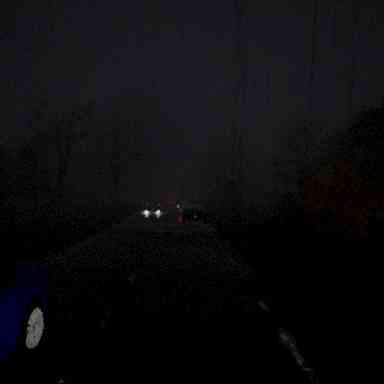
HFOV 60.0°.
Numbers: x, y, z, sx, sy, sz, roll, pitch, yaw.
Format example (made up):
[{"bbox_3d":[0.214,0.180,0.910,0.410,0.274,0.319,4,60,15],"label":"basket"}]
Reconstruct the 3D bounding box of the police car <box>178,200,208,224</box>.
[{"bbox_3d":[0.119,1.585,26.473,1.930,1.638,5.238,0,0,-3],"label":"police car"}]

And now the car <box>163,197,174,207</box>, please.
[{"bbox_3d":[-3.824,1.852,60.445,1.882,1.535,5.008,0,0,-7],"label":"car"}]

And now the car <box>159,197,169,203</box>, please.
[{"bbox_3d":[-6.814,1.910,80.698,1.812,1.442,4.674,0,0,-10],"label":"car"}]

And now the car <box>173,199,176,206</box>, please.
[{"bbox_3d":[-1.038,1.764,42.398,1.837,1.490,4.892,0,0,-5],"label":"car"}]

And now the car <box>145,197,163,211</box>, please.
[{"bbox_3d":[-5.400,1.635,45.971,2.097,1.767,4.553,0,0,-5],"label":"car"}]

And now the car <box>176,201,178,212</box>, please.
[{"bbox_3d":[-0.541,1.747,36.389,1.812,1.442,4.674,0,0,-4],"label":"car"}]

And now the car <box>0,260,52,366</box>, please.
[{"bbox_3d":[-3.151,1.499,3.284,1.882,1.535,5.008,0,0,-1],"label":"car"}]
